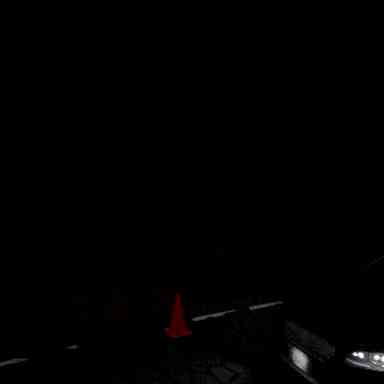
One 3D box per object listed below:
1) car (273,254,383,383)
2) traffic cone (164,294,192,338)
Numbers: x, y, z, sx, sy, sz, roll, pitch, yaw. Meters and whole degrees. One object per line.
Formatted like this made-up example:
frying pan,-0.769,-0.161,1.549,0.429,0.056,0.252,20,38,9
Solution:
car,3.399,1.454,4.299,4.902,1.511,2.128,0,1,-21
traffic cone,-0.219,1.899,5.218,0.340,0.580,0.340,0,1,-29
